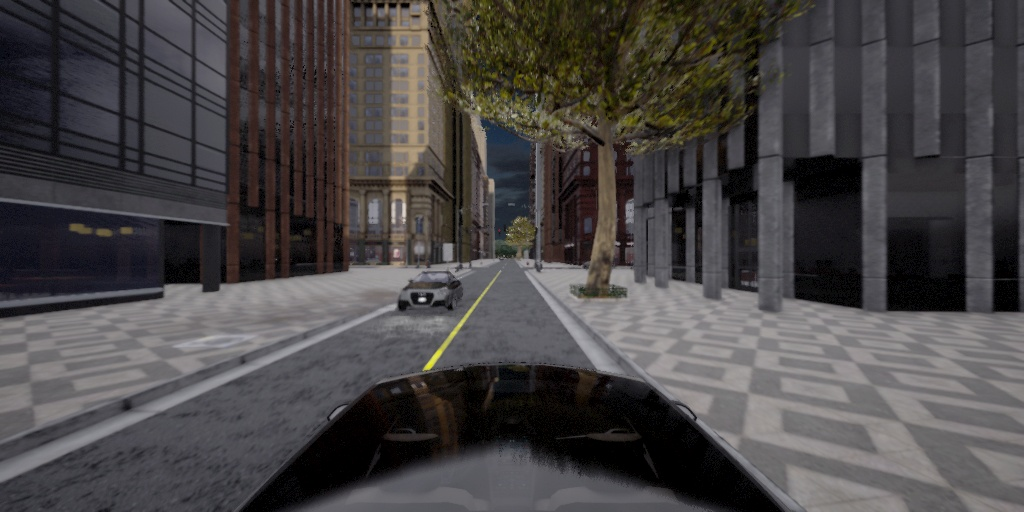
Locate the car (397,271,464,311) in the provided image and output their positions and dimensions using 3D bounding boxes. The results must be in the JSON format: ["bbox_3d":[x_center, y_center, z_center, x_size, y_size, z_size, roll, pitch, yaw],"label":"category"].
[{"bbox_3d":[-3.104,1.312,14.357,1.994,1.385,4.181,0,0,0],"label":"car"}]

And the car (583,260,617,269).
[{"bbox_3d":[12.870,1.302,52.698,4.892,1.490,1.837,0,0,0],"label":"car"}]

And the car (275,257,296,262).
[{"bbox_3d":[-33.469,0.975,52.710,4.553,1.767,2.097,0,0,0],"label":"car"}]
